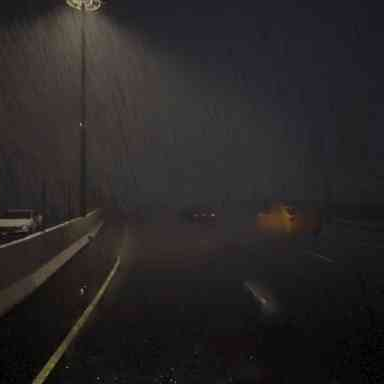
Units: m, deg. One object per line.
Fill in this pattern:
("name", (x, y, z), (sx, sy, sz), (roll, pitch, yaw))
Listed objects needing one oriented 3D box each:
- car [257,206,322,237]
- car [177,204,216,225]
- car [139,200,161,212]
("car", (5.218, 1.538, 18.512), (1.882, 1.535, 5.008), (0, 0, -10))
("car", (0.248, 1.649, 25.234), (2.033, 1.411, 5.357), (0, 0, -14))
("car", (-5.124, 1.705, 40.949), (1.812, 1.442, 4.674), (0, 0, -23))
